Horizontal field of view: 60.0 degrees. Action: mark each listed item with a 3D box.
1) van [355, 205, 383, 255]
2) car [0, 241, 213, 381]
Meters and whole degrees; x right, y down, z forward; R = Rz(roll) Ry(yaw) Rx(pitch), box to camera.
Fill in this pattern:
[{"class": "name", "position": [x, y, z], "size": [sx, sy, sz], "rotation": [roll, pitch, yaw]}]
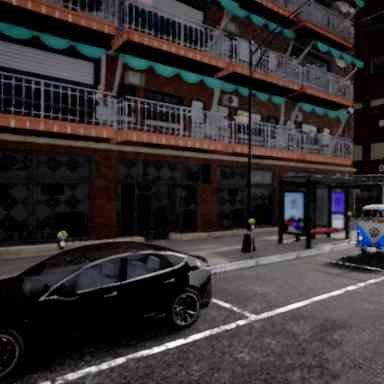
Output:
[{"class": "van", "position": [7.466, 1.320, 11.865], "size": [3.998, 1.788, 1.690], "rotation": [0, 1, -35]}, {"class": "car", "position": [-1.608, 1.563, 5.400], "size": [4.313, 1.339, 1.947], "rotation": [0, 1, -35]}]
